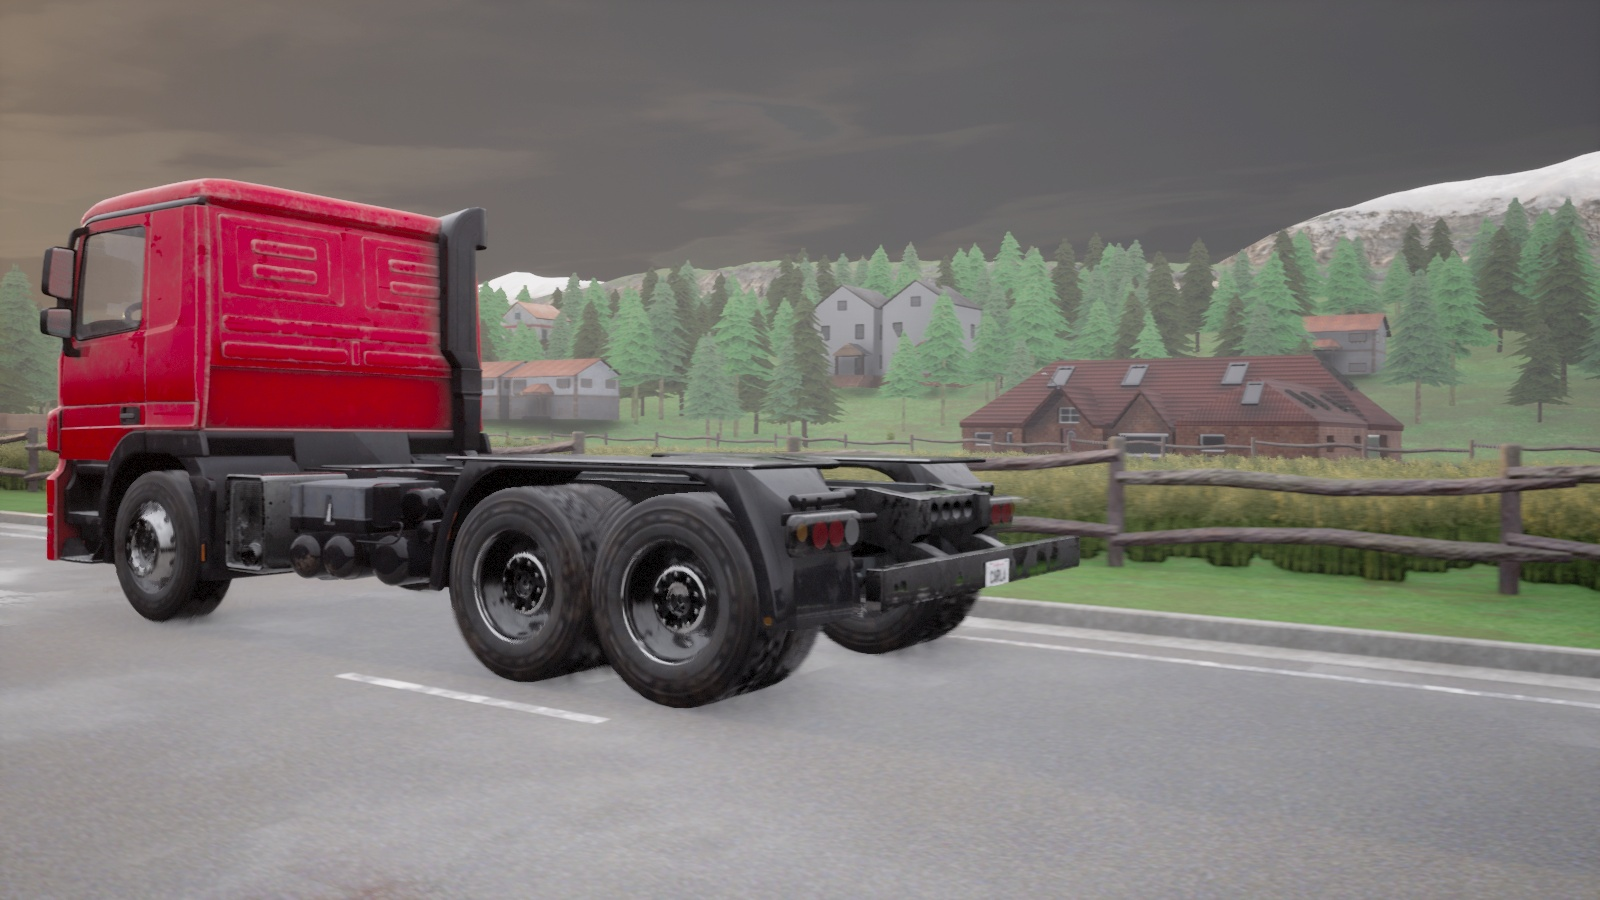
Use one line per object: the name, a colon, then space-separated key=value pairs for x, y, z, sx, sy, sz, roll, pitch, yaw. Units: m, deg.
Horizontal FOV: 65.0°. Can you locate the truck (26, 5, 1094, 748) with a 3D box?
truck: x=-2.181 y=-0.357 z=9.255 sx=7.936 sy=3.462 sz=2.891 roll=0 pitch=1 yaw=34
